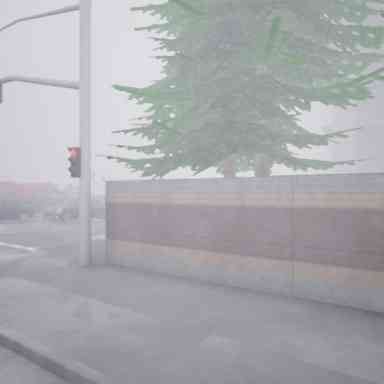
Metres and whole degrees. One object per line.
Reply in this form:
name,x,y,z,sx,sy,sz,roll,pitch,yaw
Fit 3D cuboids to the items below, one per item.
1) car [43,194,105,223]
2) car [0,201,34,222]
car,-8.682,1.282,24.850,2.097,1.767,4.553,0,0,35
car,-13.845,1.402,23.599,1.882,1.535,5.008,0,0,35
